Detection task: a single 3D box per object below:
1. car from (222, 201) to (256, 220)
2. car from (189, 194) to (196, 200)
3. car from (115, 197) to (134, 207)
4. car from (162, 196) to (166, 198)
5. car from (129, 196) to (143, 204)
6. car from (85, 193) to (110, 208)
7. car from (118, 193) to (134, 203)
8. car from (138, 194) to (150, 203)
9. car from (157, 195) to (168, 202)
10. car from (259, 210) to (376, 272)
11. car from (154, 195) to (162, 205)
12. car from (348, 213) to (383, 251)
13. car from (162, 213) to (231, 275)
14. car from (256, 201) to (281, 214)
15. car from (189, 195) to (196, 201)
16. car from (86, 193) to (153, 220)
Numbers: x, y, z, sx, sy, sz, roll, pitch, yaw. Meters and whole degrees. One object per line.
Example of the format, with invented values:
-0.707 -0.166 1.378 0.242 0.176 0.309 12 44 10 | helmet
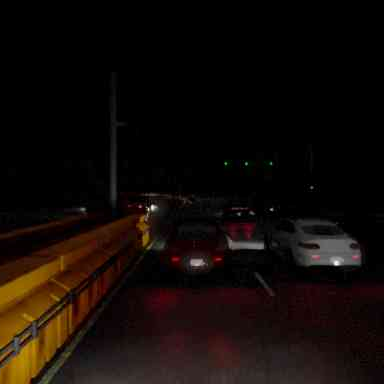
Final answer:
3.640 1.487 27.943 2.128 1.511 4.902 0 0 0 | car
0.137 1.461 91.210 1.882 1.535 5.008 0 0 0 | car
-10.491 1.552 51.880 1.994 1.385 4.181 0 0 0 | car
-6.900 1.338 67.264 2.097 1.767 4.553 0 0 0 | car
-10.408 1.550 61.958 1.994 1.385 4.181 0 0 0 | car
-14.007 1.209 49.575 2.150 2.045 5.566 0 0 1 | car
-13.895 1.209 70.423 2.150 2.045 5.566 0 0 0 | car
-10.392 1.340 72.180 2.097 1.767 4.553 0 0 0 | car
-6.884 1.524 77.817 2.033 1.411 5.357 0 0 0 | car
3.615 1.524 10.623 1.812 1.442 4.674 0 0 0 | car
-6.950 1.479 57.244 2.128 1.511 4.902 0 0 1 | car
7.119 1.546 13.276 2.033 1.411 5.357 0 0 0 | car
0.117 1.524 10.288 1.812 1.442 4.674 0 0 0 | car
7.146 1.559 31.799 1.994 1.385 4.181 0 0 0 | car
0.122 1.580 81.269 1.895 1.301 4.718 0 0 0 | car
-6.197 1.215 27.068 5.566 2.045 2.150 0 -1 35 | car
